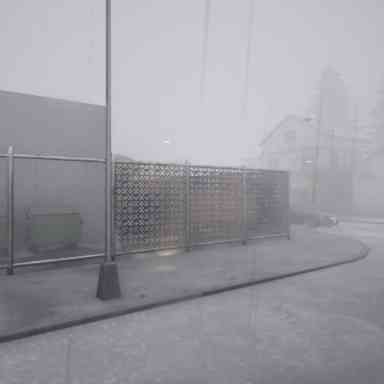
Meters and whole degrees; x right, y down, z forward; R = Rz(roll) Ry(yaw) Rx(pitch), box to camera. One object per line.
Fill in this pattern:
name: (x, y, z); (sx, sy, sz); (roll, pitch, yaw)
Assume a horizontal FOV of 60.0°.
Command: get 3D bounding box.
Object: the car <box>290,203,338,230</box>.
car: (6.963, 1.487, 21.551); (2.128, 1.511, 4.902); (0, 0, -35)
